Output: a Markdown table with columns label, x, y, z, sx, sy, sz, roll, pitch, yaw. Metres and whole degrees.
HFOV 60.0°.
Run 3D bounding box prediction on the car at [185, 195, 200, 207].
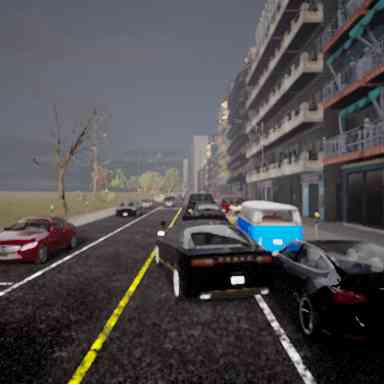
| label | x | y | z | sx | sy | sz | roll | pitch | yaw |
| --- | --- | --- | --- | --- | --- | --- | --- | --- | --- |
| car | 0.105 | 1.227 | 46.477 | 2.033 | 1.411 | 5.357 | 0 | 0 | 1 |

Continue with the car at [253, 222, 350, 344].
| label | x | y | z | sx | sy | sz | roll | pitch | yaw |
| --- | --- | --- | --- | --- | --- | --- | --- | --- | --- |
| car | 2.586 | 1.522 | 6.258 | 1.947 | 1.339 | 4.313 | 1 | 0 | 0 |

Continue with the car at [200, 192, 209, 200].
| label | x | y | z | sx | sy | sz | roll | pitch | yaw |
| --- | --- | --- | --- | --- | --- | --- | --- | --- | --- |
| car | 2.722 | 0.933 | 74.187 | 1.967 | 1.590 | 4.097 | 1 | 0 | 0 |

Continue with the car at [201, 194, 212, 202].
| label | x | y | z | sx | sy | sz | roll | pitch | yaw |
| --- | --- | --- | --- | --- | --- | --- | --- | --- | --- |
| car | 2.699 | 1.093 | 63.037 | 1.752 | 1.417 | 4.829 | 1 | 0 | 0 |

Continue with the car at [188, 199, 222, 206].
| label | x | y | z | sx | sy | sz | roll | pitch | yaw |
| --- | --- | --- | --- | --- | --- | --- | --- | --- | --- |
| car | 0.862 | 1.376 | 18.648 | 1.837 | 1.490 | 4.892 | 0 | 0 | 0 |

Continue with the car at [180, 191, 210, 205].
| label | x | y | z | sx | sy | sz | roll | pitch | yaw |
| --- | --- | --- | --- | --- | --- | --- | --- | --- | --- |
| car | 0.430 | 1.049 | 24.586 | 2.150 | 2.045 | 5.566 | 0 | 0 | -5 |

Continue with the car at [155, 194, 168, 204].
| label | x | y | z | sx | sy | sz | roll | pitch | yaw |
| --- | --- | --- | --- | --- | --- | --- | --- | --- | --- |
| car | -5.194 | 1.136 | 56.484 | 1.752 | 1.417 | 4.829 | 1 | 0 | 0 |

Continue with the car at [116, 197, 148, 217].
| label | x | y | z | sx | sy | sz | roll | pitch | yaw |
| --- | --- | --- | --- | --- | --- | --- | --- | --- | --- |
| car | -5.250 | 1.368 | 28.385 | 1.947 | 1.339 | 4.313 | 1 | 0 | 0 |

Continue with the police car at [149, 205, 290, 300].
| label | x | y | z | sx | sy | sz | roll | pitch | yaw |
| --- | --- | --- | --- | --- | --- | --- | --- | --- | --- |
| police car | 0.225 | 1.365 | 8.502 | 1.930 | 1.638 | 5.238 | 0 | 0 | -14 |

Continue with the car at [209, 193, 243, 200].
| label | x | y | z | sx | sy | sz | roll | pitch | yaw |
| --- | --- | --- | --- | --- | --- | --- | --- | --- | --- |
| car | 2.623 | 1.154 | 23.239 | 2.192 | 1.841 | 5.009 | 1 | 0 | 0 |

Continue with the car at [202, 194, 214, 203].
| label | x | y | z | sx | sy | sz | roll | pitch | yaw |
| --- | --- | --- | --- | --- | --- | --- | --- | --- | --- |
| car | 2.688 | 1.131 | 57.376 | 1.752 | 1.417 | 4.829 | 1 | 0 | 0 |

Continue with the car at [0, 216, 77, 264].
| label | x | y | z | sx | sy | sz | roll | pitch | yaw |
| --- | --- | --- | --- | --- | --- | --- | --- | --- | --- |
| car | -5.284 | 1.501 | 11.423 | 1.802 | 1.307 | 4.206 | 1 | 0 | 0 |

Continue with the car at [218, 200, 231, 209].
| label | x | y | z | sx | sy | sz | roll | pitch | yaw |
| --- | --- | --- | --- | --- | --- | --- | --- | --- | --- |
| car | 2.610 | 1.402 | 17.749 | 1.752 | 1.417 | 4.829 | 1 | 0 | 0 |

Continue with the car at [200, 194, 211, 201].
| label | x | y | z | sx | sy | sz | roll | pitch | yaw |
| --- | --- | --- | --- | --- | --- | --- | --- | --- | --- |
| car | 2.710 | 1.081 | 68.527 | 2.008 | 1.369 | 4.403 | 1 | 0 | 0 |

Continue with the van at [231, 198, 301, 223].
| label | x | y | z | sx | sy | sz | roll | pitch | yaw |
| --- | --- | --- | --- | --- | --- | --- | --- | --- | --- |
| van | 2.600 | 1.258 | 11.917 | 1.690 | 1.788 | 3.998 | 1 | 0 | 0 |

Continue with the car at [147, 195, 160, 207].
| label | x | y | z | sx | sy | sz | roll | pitch | yaw |
| --- | --- | --- | --- | --- | --- | --- | --- | --- | --- |
| car | -5.228 | 1.307 | 39.692 | 1.802 | 1.307 | 4.206 | 1 | 0 | 0 |

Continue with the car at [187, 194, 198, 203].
| label | x | y | z | sx | sy | sz | roll | pitch | yaw |
| --- | --- | --- | --- | --- | --- | --- | --- | --- | --- |
| car | 0.120 | 1.112 | 60.263 | 1.812 | 1.442 | 4.674 | 0 | 0 | 0 |

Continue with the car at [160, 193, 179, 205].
| label | x | y | z | sx | sy | sz | roll | pitch | yaw |
| --- | --- | --- | --- | --- | --- | --- | --- | --- | --- |
| car | -2.761 | 1.232 | 42.475 | 1.812 | 1.442 | 4.674 | 0 | 0 | 0 |

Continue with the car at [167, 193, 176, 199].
| label | x | y | z | sx | sy | sz | roll | pitch | yaw |
| --- | --- | --- | --- | --- | --- | --- | --- | --- | --- |
| car | -5.138 | 0.971 | 84.923 | 2.008 | 1.369 | 4.403 | 1 | 0 | 0 |

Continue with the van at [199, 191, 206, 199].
| label | x | y | z | sx | sy | sz | roll | pitch | yaw |
| --- | --- | --- | --- | --- | --- | --- | --- | --- | --- |
| van | 2.746 | 0.758 | 85.509 | 1.690 | 1.788 | 3.998 | 1 | 0 | 0 |

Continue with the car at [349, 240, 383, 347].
| label | x | y | z | sx | sy | sz | roll | pitch | yaw |
| --- | --- | --- | --- | --- | --- | --- | --- | --- | --- |
| car | 2.578 | 1.310 | 0.595 | 2.192 | 1.841 | 5.009 | 1 | 0 | 0 |

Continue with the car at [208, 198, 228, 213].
| label | x | y | z | sx | sy | sz | roll | pitch | yaw |
| --- | --- | --- | --- | --- | --- | --- | --- | --- | --- |
| car | 2.642 | 1.343 | 34.563 | 1.802 | 1.307 | 4.206 | 1 | 0 | 0 |

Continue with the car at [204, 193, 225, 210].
| label | x | y | z | sx | sy | sz | roll | pitch | yaw |
| --- | --- | --- | --- | --- | --- | --- | --- | --- | --- |
| car | 2.657 | 1.037 | 40.221 | 2.192 | 1.841 | 5.009 | 1 | 0 | 0 |
